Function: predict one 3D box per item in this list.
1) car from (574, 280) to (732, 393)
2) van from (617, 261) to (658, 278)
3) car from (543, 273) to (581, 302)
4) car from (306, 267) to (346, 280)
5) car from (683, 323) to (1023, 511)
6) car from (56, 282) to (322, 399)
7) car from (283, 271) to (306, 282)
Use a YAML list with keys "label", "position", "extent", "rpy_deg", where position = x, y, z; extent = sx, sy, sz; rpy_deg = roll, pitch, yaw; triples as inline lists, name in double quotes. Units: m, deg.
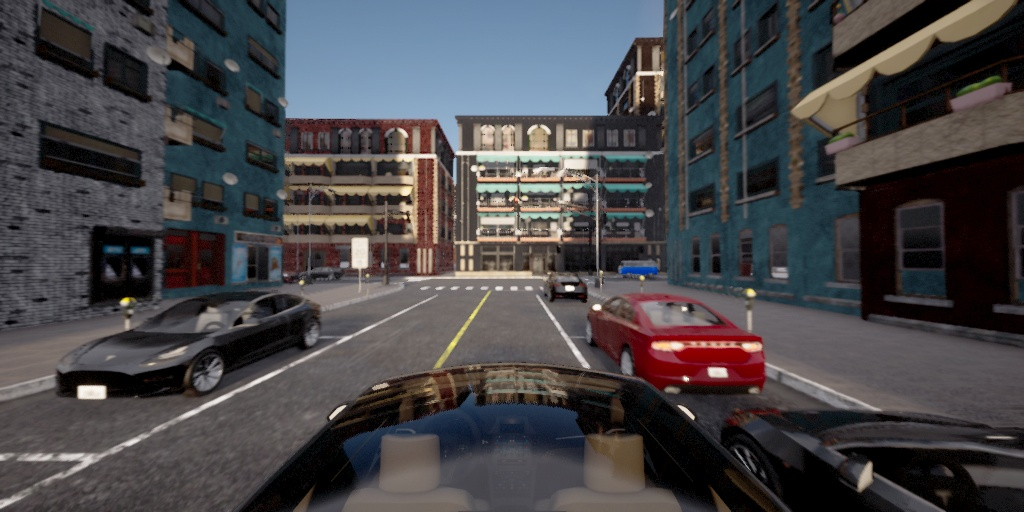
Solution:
- label: "car"
  position: [2.566, 1.342, 6.707]
  extent: [1.888, 1.381, 4.507]
  rpy_deg: [0, 0, 0]
- label: "van"
  position: [13.086, 1.390, 37.404]
  extent: [3.998, 1.789, 1.690]
  rpy_deg: [0, 0, 0]
- label: "car"
  position: [2.566, 1.472, 17.834]
  extent: [1.948, 1.339, 4.313]
  rpy_deg: [0, 0, 0]
- label: "car"
  position: [-19.698, 1.808, 37.356]
  extent: [4.403, 1.370, 2.007]
  rpy_deg: [0, 0, 0]
- label: "car"
  position: [2.566, 1.311, 1.143]
  extent: [1.948, 1.339, 4.313]
  rpy_deg: [0, 0, 0]
- label: "car"
  position: [-5.282, 1.362, 6.682]
  extent: [1.948, 1.339, 4.313]
  rpy_deg: [0, 0, 0]
- label: "car"
  position: [-19.655, 1.529, 29.219]
  extent: [4.097, 1.591, 1.967]
  rpy_deg: [0, 0, 0]
